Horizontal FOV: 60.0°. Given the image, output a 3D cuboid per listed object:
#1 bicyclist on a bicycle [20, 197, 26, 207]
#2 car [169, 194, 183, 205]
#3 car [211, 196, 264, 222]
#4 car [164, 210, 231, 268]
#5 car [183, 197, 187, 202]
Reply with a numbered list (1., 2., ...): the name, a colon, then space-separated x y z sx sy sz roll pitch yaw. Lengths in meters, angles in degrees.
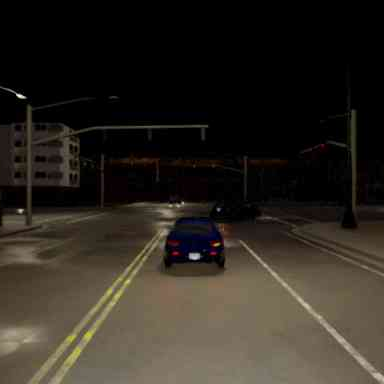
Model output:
1. bicyclist on a bicycle: -25.421 1.508 49.997 0.582 1.620 1.656 0 0 0
2. car: -3.498 1.500 67.546 2.150 2.045 5.566 0 0 0
3. car: 3.609 1.424 27.160 4.553 1.767 2.097 0 0 -44
4. car: 0.082 1.573 11.324 1.812 1.442 4.674 0 0 0
5. car: -2.547 1.871 83.746 1.812 1.442 4.674 0 0 15
